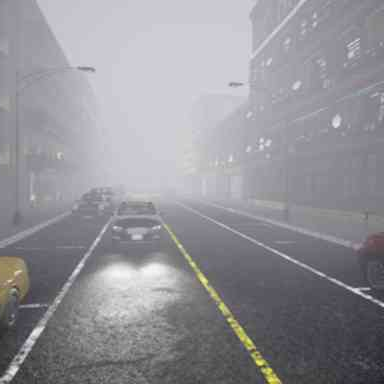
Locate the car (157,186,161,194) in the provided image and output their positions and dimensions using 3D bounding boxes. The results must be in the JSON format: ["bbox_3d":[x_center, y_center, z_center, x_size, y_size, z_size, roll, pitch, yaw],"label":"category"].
[{"bbox_3d":[-5.449,-0.337,66.402,1.887,1.381,4.507,0,2,-10],"label":"car"}]

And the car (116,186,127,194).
[{"bbox_3d":[-13.711,-0.368,65.003,1.887,1.381,4.507,0,2,-10],"label":"car"}]

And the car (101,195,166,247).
[{"bbox_3d":[-2.176,1.105,13.146,2.128,1.511,4.902,0,2,-10],"label":"car"}]

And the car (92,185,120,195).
[{"bbox_3d":[-7.105,0.533,26.115,2.192,1.841,5.009,0,2,-10],"label":"car"}]

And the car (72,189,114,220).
[{"bbox_3d":[-6.163,0.819,20.563,1.967,1.590,4.097,0,2,-10],"label":"car"}]

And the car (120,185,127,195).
[{"bbox_3d":[-11.821,-0.274,53.887,2.192,1.841,5.009,0,2,-10],"label":"car"}]

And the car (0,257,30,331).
[{"bbox_3d":[-3.305,1.391,3.733,1.752,1.417,4.829,0,2,-10],"label":"car"}]

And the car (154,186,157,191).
[{"bbox_3d":[-9.221,-0.980,88.619,2.008,1.369,4.403,0,2,-10],"label":"car"}]

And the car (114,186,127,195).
[{"bbox_3d":[-12.767,-0.311,59.444,1.967,1.590,4.097,0,2,-10],"label":"car"}]

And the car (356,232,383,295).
[{"bbox_3d":[4.932,1.207,5.296,2.192,1.841,5.009,0,2,-10],"label":"car"}]

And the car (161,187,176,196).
[{"bbox_3d":[-3.590,-0.038,55.461,1.752,1.417,4.829,0,2,-10],"label":"car"}]
